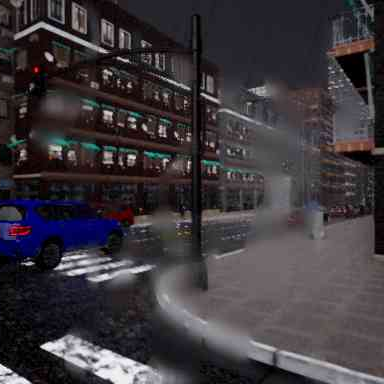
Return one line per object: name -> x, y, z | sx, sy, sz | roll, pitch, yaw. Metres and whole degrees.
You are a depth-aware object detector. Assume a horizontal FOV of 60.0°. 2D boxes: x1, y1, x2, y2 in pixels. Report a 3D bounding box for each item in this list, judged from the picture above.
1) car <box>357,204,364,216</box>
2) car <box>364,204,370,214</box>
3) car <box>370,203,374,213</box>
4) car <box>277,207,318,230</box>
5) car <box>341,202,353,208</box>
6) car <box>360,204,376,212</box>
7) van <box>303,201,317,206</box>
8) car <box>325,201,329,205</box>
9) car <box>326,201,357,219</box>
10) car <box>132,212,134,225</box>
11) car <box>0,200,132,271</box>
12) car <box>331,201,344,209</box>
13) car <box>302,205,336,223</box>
car -> 20.795, 2.409, 43.540 | 1.752, 1.417, 4.829 | -2, -2, 35
car -> 23.953, 2.551, 48.059 | 1.947, 1.339, 4.313 | -2, -2, 35
car -> 27.305, 2.618, 52.858 | 1.752, 1.417, 4.829 | -2, -2, 35
car -> 7.677, 2.045, 24.761 | 1.802, 1.307, 4.206 | -2, -2, 35
car -> 39.862, 3.319, 85.403 | 1.947, 1.339, 4.313 | -1, -2, 35
car -> 30.463, 2.740, 57.378 | 1.887, 1.381, 4.507 | -2, -2, 35
van -> 20.330, 2.458, 57.454 | 1.690, 1.788, 3.998 | -1, -2, 35
car -> 30.095, 2.749, 71.434 | 2.192, 1.841, 5.009 | -1, -2, 35
car -> 17.441, 2.216, 38.743 | 1.967, 1.590, 4.097 | -2, -2, 35
car -> -5.712, 1.598, 20.181 | 2.192, 1.841, 5.009 | -1, -2, 35
car -> -4.599, 1.333, 11.670 | 2.150, 2.045, 5.566 | -1, -2, 20
car -> 33.351, 2.980, 76.088 | 1.967, 1.590, 4.097 | -1, -2, 35
car -> 10.932, 2.118, 29.422 | 2.008, 1.369, 4.403 | -2, -2, 35
